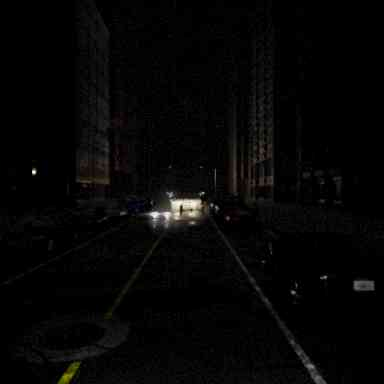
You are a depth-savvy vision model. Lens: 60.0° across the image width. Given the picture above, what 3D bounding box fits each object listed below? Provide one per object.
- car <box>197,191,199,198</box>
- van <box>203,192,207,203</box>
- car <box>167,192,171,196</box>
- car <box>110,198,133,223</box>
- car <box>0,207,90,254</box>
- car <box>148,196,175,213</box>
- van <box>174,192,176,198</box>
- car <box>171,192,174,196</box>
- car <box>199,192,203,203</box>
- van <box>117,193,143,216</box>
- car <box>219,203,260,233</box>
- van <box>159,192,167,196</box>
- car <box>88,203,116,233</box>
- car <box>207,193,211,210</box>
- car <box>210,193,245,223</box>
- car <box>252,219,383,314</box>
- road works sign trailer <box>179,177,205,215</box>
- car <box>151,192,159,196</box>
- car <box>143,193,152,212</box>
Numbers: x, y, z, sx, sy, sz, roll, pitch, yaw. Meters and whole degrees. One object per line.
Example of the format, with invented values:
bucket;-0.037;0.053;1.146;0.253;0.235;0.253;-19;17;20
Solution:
car;2.742;1.051;74.724;1.967;1.590;4.097;0;0;0
van;2.750;1.093;46.679;1.690;1.788;3.998;0;0;0
car;-5.780;0.981;63.493;2.192;1.841;5.009;0;0;0
car;-5.768;1.393;24.059;1.752;1.417;4.829;0;0;0
car;-5.765;1.477;13.010;2.008;1.369;4.403;0;0;0
car;-3.104;1.377;34.714;1.994;1.385;4.181;0;0;0
van;-5.786;0.896;85.931;1.690;1.788;3.998;0;0;0
car;-5.783;1.161;74.713;2.008;1.369;4.403;0;0;0
car;2.747;1.010;57.897;2.192;1.841;5.009;0;0;0
van;-5.770;1.179;29.837;1.690;1.788;3.998;0;0;0
car;2.758;1.479;18.635;1.802;1.307;4.206;0;0;0
van;-5.778;1.035;57.884;1.690;1.788;3.998;0;0;0
car;-5.767;1.479;18.620;1.802;1.307;4.206;0;0;0
car;2.755;1.153;29.852;2.192;1.841;5.009;0;0;0
car;2.757;1.183;24.242;2.192;1.841;5.009;0;0;0
car;2.762;1.524;7.416;1.947;1.339;4.313;0;0;0
road works sign trailer;-0.008;0.296;31.017;2.380;3.560;2.880;0;0;0
car;-5.773;1.095;41.055;2.192;1.841;5.009;0;0;0
car;-5.772;1.249;35.447;1.967;1.590;4.097;0;0;0
